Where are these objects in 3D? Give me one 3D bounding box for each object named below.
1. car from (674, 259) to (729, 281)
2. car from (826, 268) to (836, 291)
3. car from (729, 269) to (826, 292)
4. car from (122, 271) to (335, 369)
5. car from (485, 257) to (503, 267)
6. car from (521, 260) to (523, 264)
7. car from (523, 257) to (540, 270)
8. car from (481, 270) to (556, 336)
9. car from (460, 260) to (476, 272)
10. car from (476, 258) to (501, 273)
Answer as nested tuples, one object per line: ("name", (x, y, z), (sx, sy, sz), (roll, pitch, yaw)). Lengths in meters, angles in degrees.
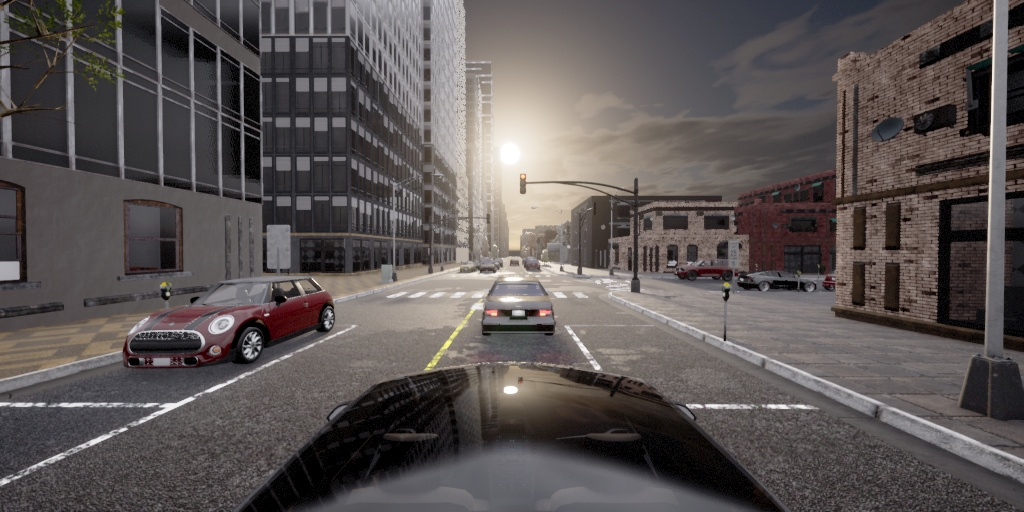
("car", (16.699, 1.163, 30.911), (5.009, 1.841, 2.192), (0, 0, 1))
("car", (22.087, 1.472, 22.427), (4.097, 1.591, 1.967), (0, 0, 1))
("car", (16.540, 1.546, 22.533), (4.313, 1.339, 1.948), (0, 0, 1))
("car", (-5.656, 1.188, 7.797), (1.967, 1.591, 4.097), (0, 0, 0))
("car", (-2.773, 1.285, 53.733), (2.033, 1.411, 5.357), (0, 0, 0))
("car", (3.070, 1.051, 62.568), (2.192, 1.841, 5.009), (0, 0, 0))
("car", (2.999, 1.178, 51.280), (1.967, 1.591, 4.097), (0, 0, 0))
("car", (0.153, 1.295, 10.363), (2.033, 1.411, 5.357), (0, 0, 0))
("car", (-5.555, 1.264, 45.575), (1.751, 1.417, 4.829), (0, 0, 0))
("car", (-2.834, 1.287, 43.590), (2.033, 1.411, 5.357), (0, 0, 0))
